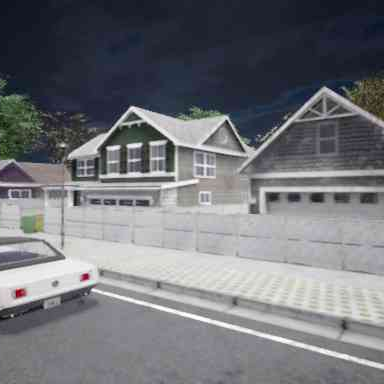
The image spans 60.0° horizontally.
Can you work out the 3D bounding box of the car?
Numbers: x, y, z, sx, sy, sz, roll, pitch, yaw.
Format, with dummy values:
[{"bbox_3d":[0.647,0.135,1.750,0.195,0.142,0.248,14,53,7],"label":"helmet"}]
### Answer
[{"bbox_3d":[-4.193,1.607,6.983,4.718,1.301,1.895,0,0,35],"label":"car"}]
